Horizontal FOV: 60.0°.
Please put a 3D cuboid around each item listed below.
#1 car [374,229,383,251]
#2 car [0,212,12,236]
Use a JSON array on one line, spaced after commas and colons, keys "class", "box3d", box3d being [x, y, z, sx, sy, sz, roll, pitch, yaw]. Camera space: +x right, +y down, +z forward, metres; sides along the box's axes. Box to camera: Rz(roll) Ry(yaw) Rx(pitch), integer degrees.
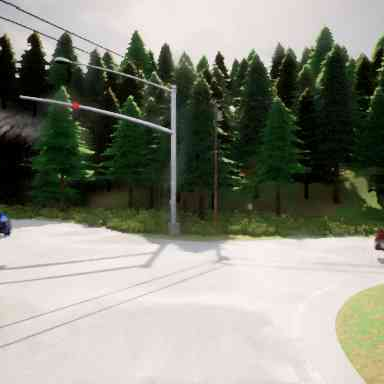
[{"class": "car", "box3d": [8.448, 1.552, 10.992, 4.674, 1.442, 1.812, 0, 0, -8]}, {"class": "car", "box3d": [-11.114, 1.478, 17.524, 5.008, 1.535, 1.882, 0, 0, 45]}]
